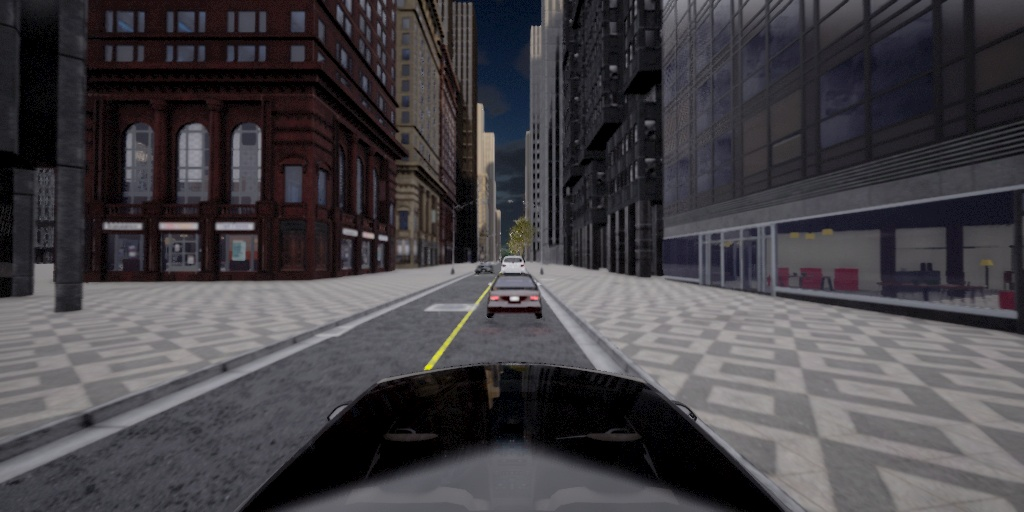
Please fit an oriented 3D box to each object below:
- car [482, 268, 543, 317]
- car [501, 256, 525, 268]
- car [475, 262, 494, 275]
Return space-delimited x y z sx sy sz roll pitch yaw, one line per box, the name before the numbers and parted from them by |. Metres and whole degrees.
car | 0.084 1.323 13.192 2.033 1.411 5.357 0 0 0
car | 0.099 1.045 34.845 2.150 2.045 5.566 0 0 0
car | -3.091 1.405 41.261 1.994 1.385 4.181 0 0 0
